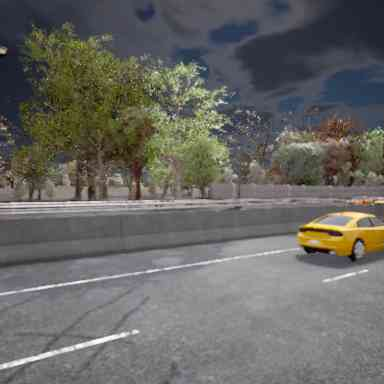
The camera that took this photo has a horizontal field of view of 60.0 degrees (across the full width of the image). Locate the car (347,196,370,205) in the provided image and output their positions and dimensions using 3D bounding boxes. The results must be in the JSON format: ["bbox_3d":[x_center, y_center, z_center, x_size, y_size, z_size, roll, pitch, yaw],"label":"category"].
[{"bbox_3d":[26.871,1.489,53.197,4.553,1.767,2.097,0,0,-35],"label":"car"}]

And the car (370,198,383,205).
[{"bbox_3d":[29.903,1.619,51.059,5.008,1.535,1.882,0,0,-35],"label":"car"}]

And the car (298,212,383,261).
[{"bbox_3d":[6.080,1.502,12.426,5.008,1.535,1.882,0,0,-35],"label":"car"}]
